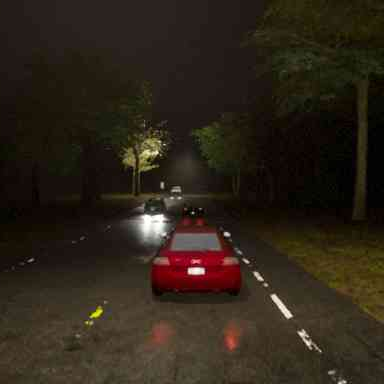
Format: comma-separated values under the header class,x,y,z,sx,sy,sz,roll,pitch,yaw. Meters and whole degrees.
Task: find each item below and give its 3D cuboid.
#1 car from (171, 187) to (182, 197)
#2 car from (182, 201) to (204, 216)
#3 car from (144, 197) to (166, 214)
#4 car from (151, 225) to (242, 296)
class,x,y,z,sx,sy,sz,roll,pitch,yaw
car,-3.511,-0.057,74.258,2.150,2.045,5.566,0,2,0
car,0.094,1.459,30.600,1.895,1.301,4.718,0,1,0
car,-3.602,1.313,32.879,2.128,1.511,4.902,0,1,0
car,0.087,1.552,8.692,1.994,1.385,4.181,0,0,0
